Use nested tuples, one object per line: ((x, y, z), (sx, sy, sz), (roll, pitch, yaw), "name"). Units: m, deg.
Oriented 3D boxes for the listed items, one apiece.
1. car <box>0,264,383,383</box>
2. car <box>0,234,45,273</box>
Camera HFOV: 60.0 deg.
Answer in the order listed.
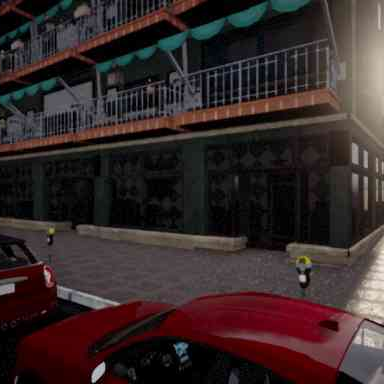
((0.312, 1.544, 2.656), (4.507, 1.381, 1.887), (0, 0, 36), "car")
((-4.273, 1.434, 5.935), (4.097, 1.590, 1.967), (0, 0, 36), "car")
